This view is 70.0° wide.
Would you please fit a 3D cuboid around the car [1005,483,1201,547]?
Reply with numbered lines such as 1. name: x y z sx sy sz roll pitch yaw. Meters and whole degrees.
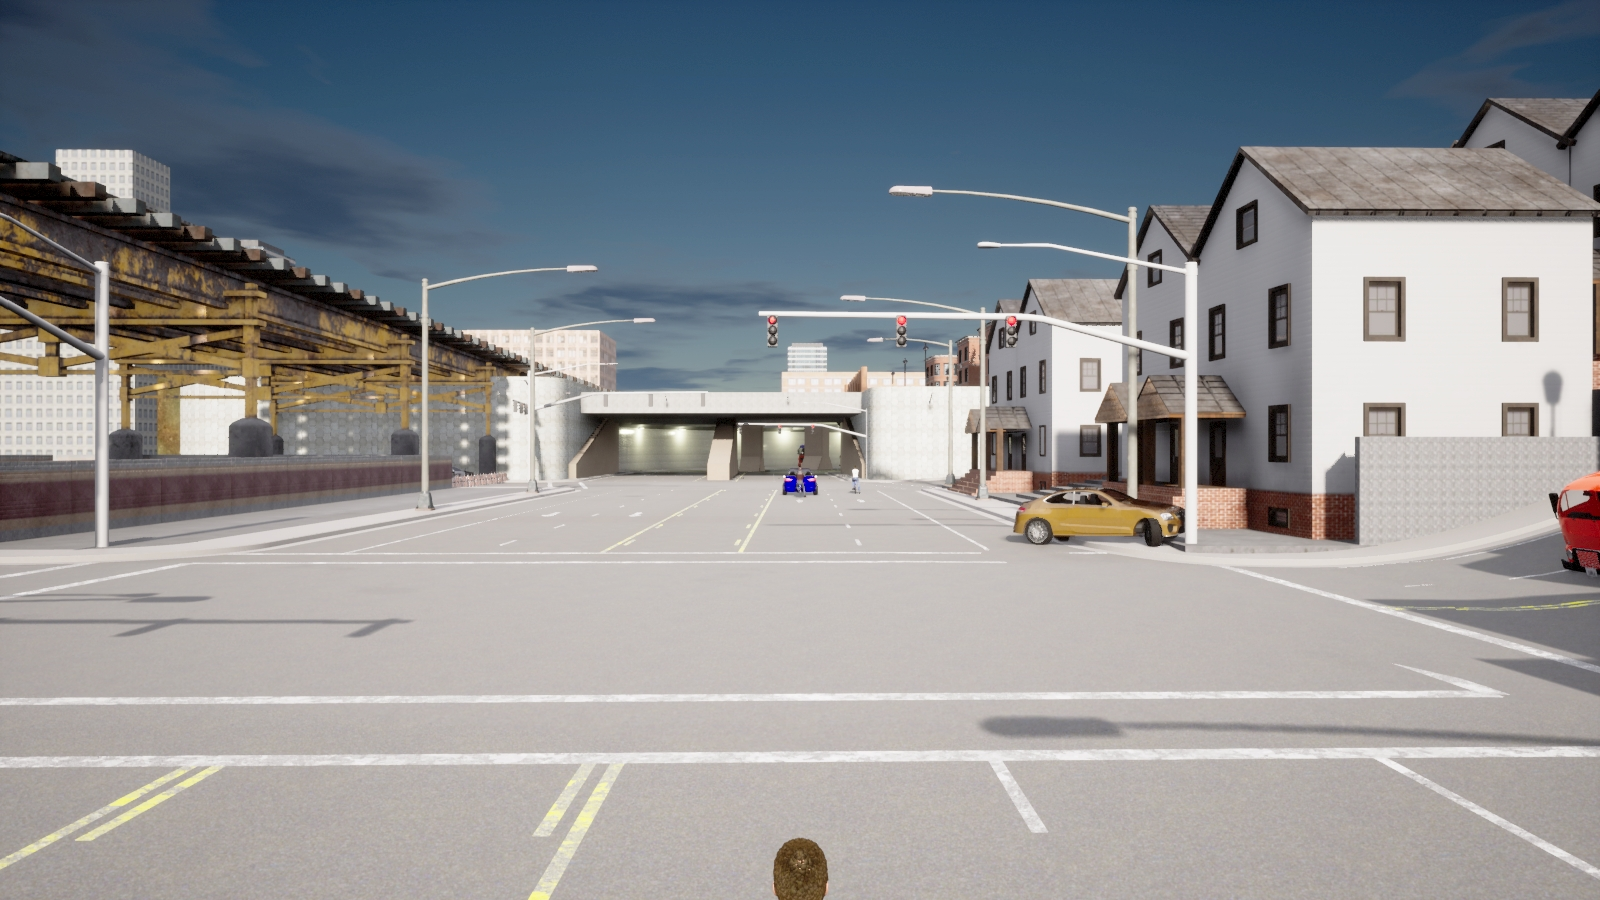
1. car: 8.816 1.905 33.460 5.027 1.651 2.152 -3 0 36

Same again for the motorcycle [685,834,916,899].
1. motorcycle: 0.002 2.172 3.626 0.803 1.224 2.033 0 0 0

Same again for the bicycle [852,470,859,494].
1. bicycle: 3.507 2.018 72.556 0.373 1.521 1.643 0 0 0

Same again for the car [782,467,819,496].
1. car: 0.007 1.942 71.643 2.242 1.667 4.611 0 0 0

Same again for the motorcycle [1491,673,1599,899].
1. motorcycle: 3.504 1.905 3.984 0.764 1.802 2.356 0 0 0

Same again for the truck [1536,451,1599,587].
1. truck: 18.366 0.881 22.796 5.204 2.467 2.627 -16 0 -1
